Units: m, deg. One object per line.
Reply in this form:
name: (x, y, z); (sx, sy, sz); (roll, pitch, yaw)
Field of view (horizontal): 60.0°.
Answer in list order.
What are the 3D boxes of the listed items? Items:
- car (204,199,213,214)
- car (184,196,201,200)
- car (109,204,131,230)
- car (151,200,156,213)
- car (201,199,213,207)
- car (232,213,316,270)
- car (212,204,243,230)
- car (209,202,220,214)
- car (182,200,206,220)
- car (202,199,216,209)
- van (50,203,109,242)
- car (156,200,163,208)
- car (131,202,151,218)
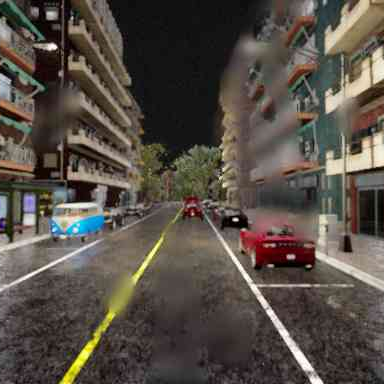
car: (2.630, 1.854, 39.060); (2.008, 1.369, 4.403); (1, 0, 0)
car: (0.058, 1.571, 44.604); (2.150, 2.045, 5.566); (0, 0, 0)
car: (-5.701, 1.725, 22.377); (2.008, 1.369, 4.403); (1, 0, 0)
car: (-5.718, 1.885, 39.091); (1.802, 1.307, 4.206); (1, 0, 0)
car: (2.778, 2.027, 61.343); (2.008, 1.369, 4.403); (1, 0, 0)
car: (2.669, 1.633, 11.205); (1.887, 1.381, 4.507); (1, 0, 0)
car: (2.646, 1.740, 22.347); (1.947, 1.339, 4.313); (1, 0, 0)
car: (2.640, 1.799, 27.918); (1.802, 1.307, 4.206); (1, 0, 0)
car: (0.071, 1.767, 31.079); (1.812, 1.442, 4.674); (0, -1, 0)
car: (2.784, 1.984, 55.773); (2.008, 1.369, 4.403); (1, 0, 0)
van: (-5.694, 1.472, 16.809); (1.690, 1.788, 3.998); (1, 0, 0)
car: (-5.823, 2.018, 56.207); (1.802, 1.307, 4.206); (1, 0, 0)
car: (-5.712, 1.811, 33.521); (2.008, 1.369, 4.403); (1, 0, 0)
